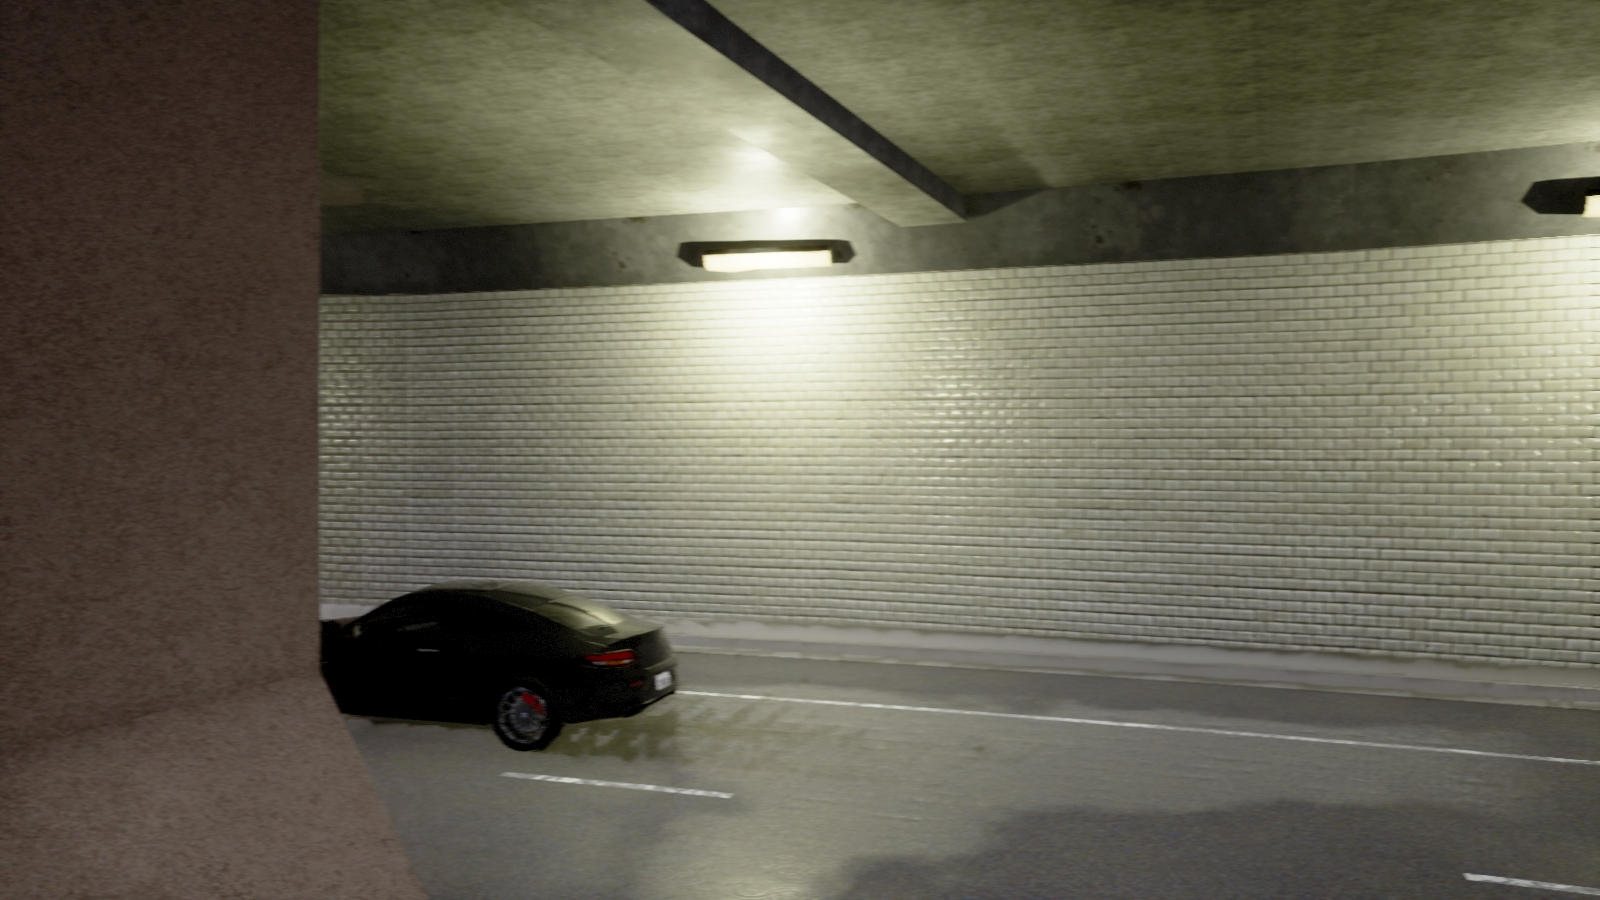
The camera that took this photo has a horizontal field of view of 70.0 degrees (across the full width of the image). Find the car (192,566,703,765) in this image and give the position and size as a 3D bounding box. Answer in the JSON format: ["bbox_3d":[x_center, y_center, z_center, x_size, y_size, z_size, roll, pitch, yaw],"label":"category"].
[{"bbox_3d":[-3.544,2.073,11.731,4.674,1.442,2.002,0,0,16],"label":"car"}]
